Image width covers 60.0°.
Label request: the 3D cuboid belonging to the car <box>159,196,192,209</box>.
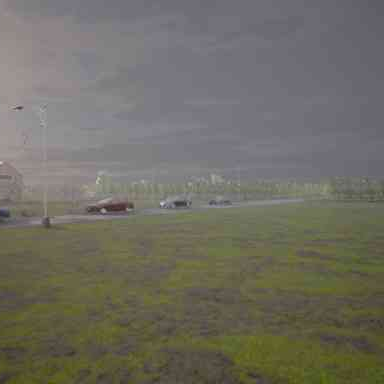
[{"bbox_3d":[-1.971,1.208,40.098,2.128,1.511,4.902,0,0,37],"label":"car"}]

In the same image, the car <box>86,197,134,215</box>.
[{"bbox_3d":[-7.875,1.282,32.197,1.882,1.535,5.008,0,0,37],"label":"car"}]

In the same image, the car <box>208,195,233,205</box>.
[{"bbox_3d":[4.134,1.190,48.229,1.994,1.385,4.181,0,0,38],"label":"car"}]

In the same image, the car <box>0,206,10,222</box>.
[{"bbox_3d":[-14.849,1.436,22.513,1.812,1.442,4.674,0,0,34],"label":"car"}]
